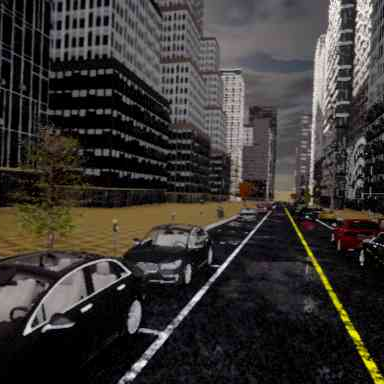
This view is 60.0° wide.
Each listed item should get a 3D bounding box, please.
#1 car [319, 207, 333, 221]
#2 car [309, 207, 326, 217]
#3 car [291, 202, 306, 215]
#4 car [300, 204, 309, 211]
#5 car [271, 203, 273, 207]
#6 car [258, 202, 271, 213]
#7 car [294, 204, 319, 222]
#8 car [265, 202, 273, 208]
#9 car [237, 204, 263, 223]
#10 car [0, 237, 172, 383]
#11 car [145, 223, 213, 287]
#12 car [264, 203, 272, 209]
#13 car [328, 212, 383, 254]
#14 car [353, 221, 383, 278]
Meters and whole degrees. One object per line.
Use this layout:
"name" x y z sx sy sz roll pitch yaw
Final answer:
"car" 16.293 2.709 40.133 1.752 1.417 4.829 1 -1 15
"car" 19.141 2.998 50.835 1.947 1.339 4.313 1 -1 15
"car" 16.292 2.513 50.476 2.150 2.045 5.566 3 -1 15
"car" 26.419 3.602 78.171 1.752 1.417 4.829 1 -1 15
"car" 15.393 2.997 69.300 1.887 1.381 4.507 1 -1 15
"car" 11.056 2.509 52.999 1.967 1.590 4.097 1 -1 15
"car" 13.045 2.512 38.158 1.837 1.490 4.892 3 -1 15
"car" 21.179 3.519 91.037 2.008 1.369 4.403 1 -1 15
"car" 5.267 2.116 31.260 2.008 1.369 4.403 1 -1 15
"car" -1.967 1.498 4.089 2.008 1.369 4.403 2 -1 15
"car" -0.521 1.621 9.523 2.008 1.369 4.403 2 -1 15
"car" 18.285 3.291 80.168 1.802 1.307 4.206 1 -1 15
"car" 7.821 2.009 15.742 1.882 1.535 5.008 2 -1 18
"car" 6.401 1.908 9.874 1.837 1.490 4.892 3 -1 15
